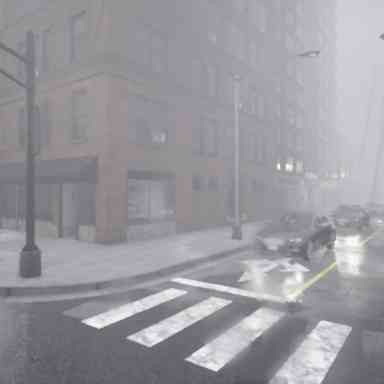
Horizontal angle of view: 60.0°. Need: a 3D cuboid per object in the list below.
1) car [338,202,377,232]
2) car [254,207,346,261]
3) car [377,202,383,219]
[{"bbox_3d":[9.958,1.553,20.957,2.128,1.511,4.902,0,0,35],"label":"car"},{"bbox_3d":[4.028,1.524,12.590,2.128,1.511,4.902,0,0,36],"label":"car"},{"bbox_3d":[16.495,1.641,30.149,2.033,1.411,5.357,0,0,36],"label":"car"}]
